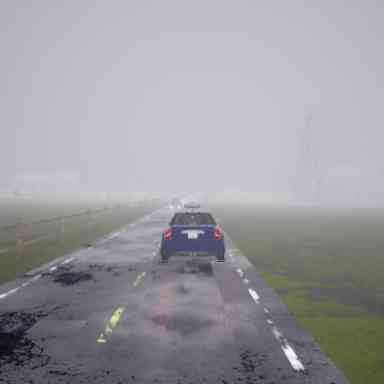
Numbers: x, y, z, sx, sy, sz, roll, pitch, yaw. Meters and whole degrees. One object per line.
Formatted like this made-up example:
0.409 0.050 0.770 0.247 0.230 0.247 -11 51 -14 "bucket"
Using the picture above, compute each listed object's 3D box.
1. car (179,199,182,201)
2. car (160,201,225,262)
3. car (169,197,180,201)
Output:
0.041 1.609 27.630 1.837 1.490 4.892 0 0 0 "car"
0.046 1.397 12.529 2.097 1.767 4.553 0 0 1 "car"
-2.798 1.733 58.332 1.837 1.490 4.892 0 0 0 "car"
